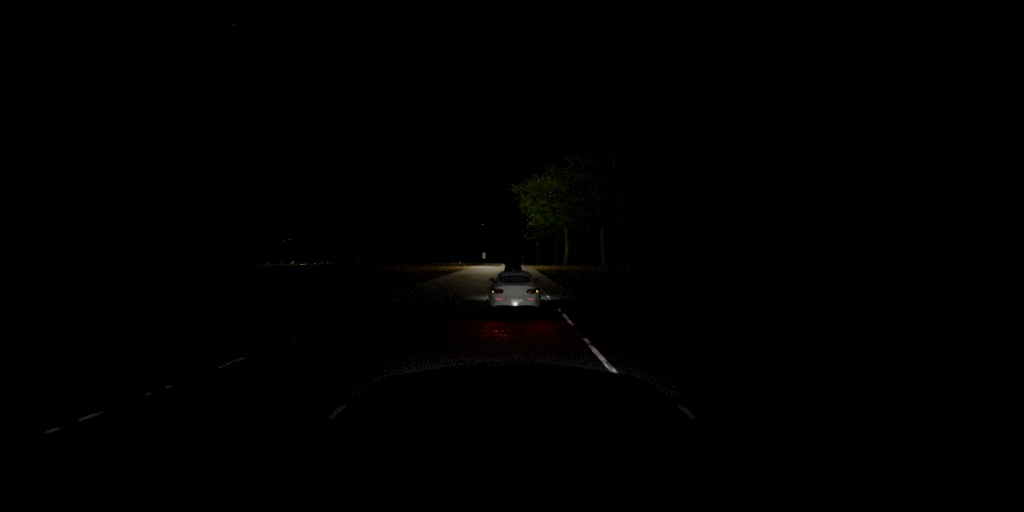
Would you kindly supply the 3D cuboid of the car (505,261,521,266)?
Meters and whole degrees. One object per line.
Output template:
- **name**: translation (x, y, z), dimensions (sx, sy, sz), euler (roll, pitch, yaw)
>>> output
- **car**: translation (0.107, 1.247, 40.901), dimensions (1.812, 1.442, 4.674), euler (0, 0, 0)

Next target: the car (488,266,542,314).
- **car**: translation (0.101, 1.272, 13.745), dimensions (1.812, 1.442, 4.674), euler (0, 0, 0)
